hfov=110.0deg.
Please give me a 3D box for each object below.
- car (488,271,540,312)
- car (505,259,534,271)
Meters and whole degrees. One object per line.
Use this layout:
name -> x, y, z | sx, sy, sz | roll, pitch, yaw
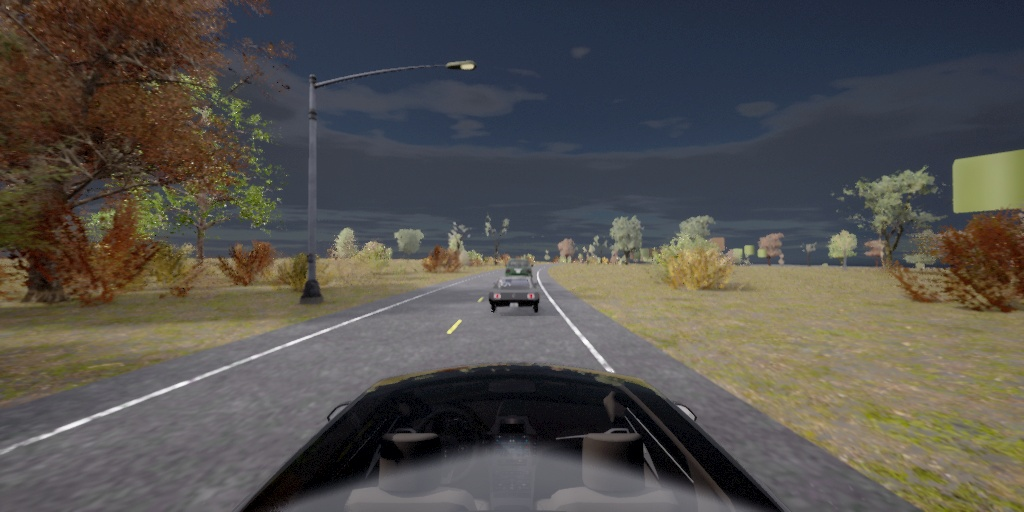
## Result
car -> 0.143, 1.492, 15.048 | 1.895, 1.301, 4.718 | 0, -1, 2
car -> 0.592, 1.266, 29.321 | 2.150, 2.045, 5.566 | 0, 0, 3
